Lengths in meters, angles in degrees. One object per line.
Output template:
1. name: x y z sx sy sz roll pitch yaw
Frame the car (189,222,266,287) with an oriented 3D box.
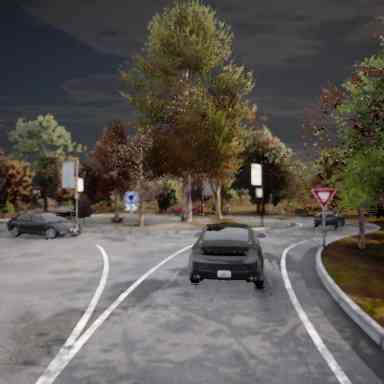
1. car: 1.091 1.646 9.798 1.837 1.490 4.892 0 -2 9

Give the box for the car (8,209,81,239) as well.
1. car: -8.936 1.972 20.143 4.892 1.490 1.837 1 -1 24

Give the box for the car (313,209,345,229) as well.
1. car: 11.634 2.242 28.170 1.837 1.490 4.892 1 -1 32

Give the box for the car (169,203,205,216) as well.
1. car: -0.813 2.670 52.070 5.566 2.045 2.150 0 -2 9
